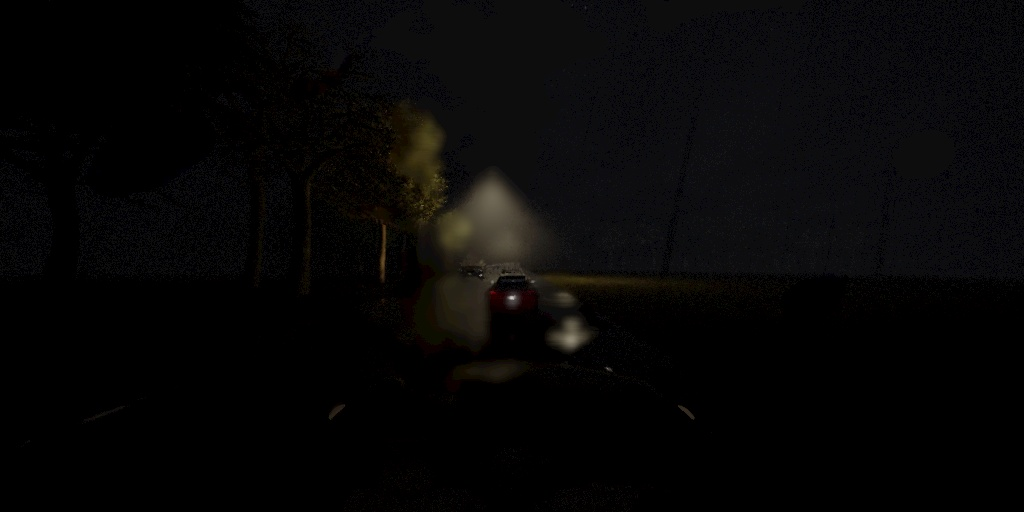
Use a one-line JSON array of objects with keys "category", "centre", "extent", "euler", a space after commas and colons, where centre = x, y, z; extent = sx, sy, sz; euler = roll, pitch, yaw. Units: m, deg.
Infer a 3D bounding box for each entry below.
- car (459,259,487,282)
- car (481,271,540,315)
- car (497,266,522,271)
[{"category": "car", "centre": [-3.593, 1.280, 33.938], "extent": [2.150, 2.045, 5.566], "euler": [0, 0, 0]}, {"category": "car", "centre": [0.053, 1.457, 14.370], "extent": [1.994, 1.385, 4.181], "euler": [0, -1, 1]}, {"category": "car", "centre": [0.058, 1.624, 28.474], "extent": [1.895, 1.301, 4.718], "euler": [0, 0, 1]}]
